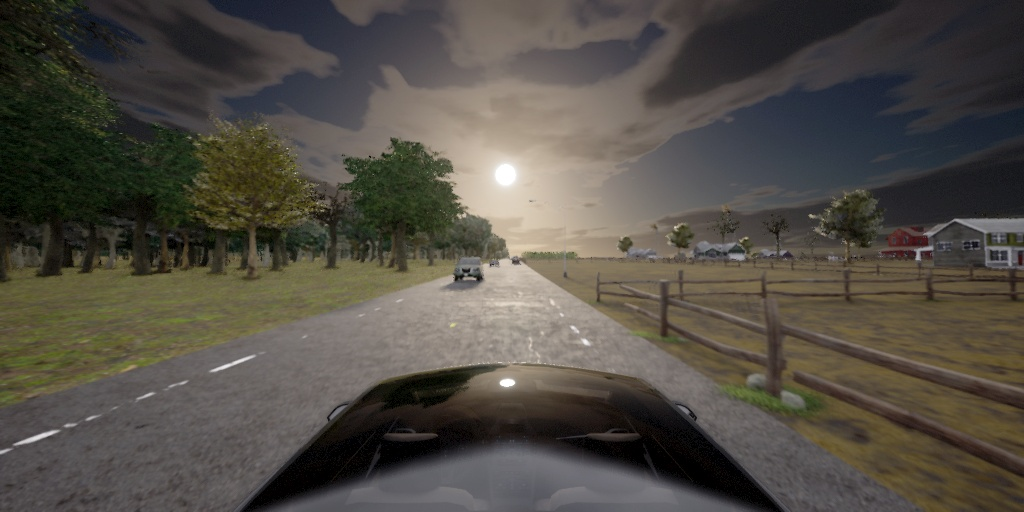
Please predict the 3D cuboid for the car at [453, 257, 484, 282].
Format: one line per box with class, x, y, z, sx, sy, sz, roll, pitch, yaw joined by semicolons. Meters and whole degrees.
car;-3.609;1.115;30.933;2.150;2.045;5.566;0;0;0
